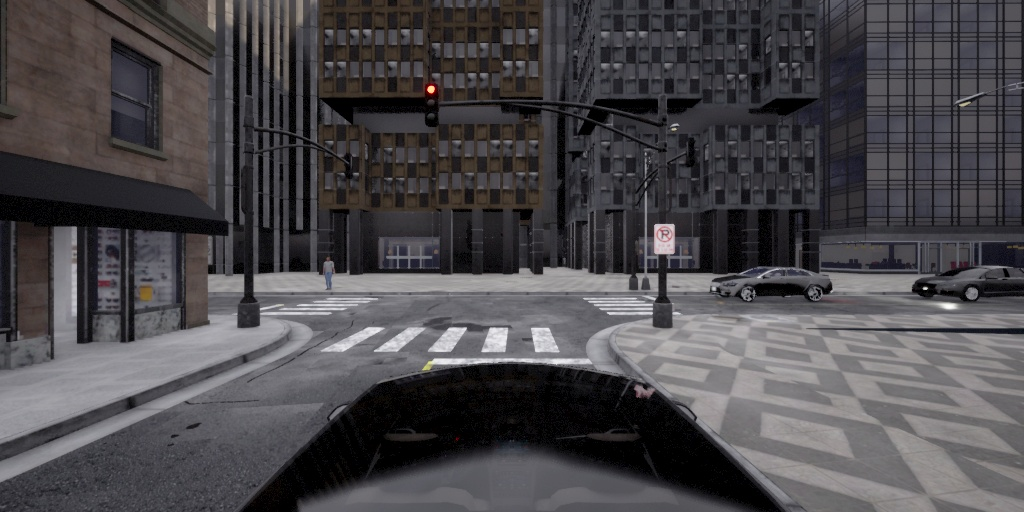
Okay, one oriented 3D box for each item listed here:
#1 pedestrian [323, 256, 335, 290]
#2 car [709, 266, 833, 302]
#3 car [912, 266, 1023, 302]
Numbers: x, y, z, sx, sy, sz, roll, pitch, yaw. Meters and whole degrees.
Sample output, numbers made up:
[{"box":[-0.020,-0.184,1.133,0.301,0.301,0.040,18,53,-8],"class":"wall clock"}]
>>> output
[{"box":[-9.927,0.902,19.470,0.375,1.860,0.375,0,0,0],"class":"pedestrian"},{"box":[11.635,1.222,16.289,4.902,1.511,2.128,0,0,0],"class":"car"},{"box":[21.154,1.223,16.221,4.892,1.490,1.837,0,0,1],"class":"car"}]
